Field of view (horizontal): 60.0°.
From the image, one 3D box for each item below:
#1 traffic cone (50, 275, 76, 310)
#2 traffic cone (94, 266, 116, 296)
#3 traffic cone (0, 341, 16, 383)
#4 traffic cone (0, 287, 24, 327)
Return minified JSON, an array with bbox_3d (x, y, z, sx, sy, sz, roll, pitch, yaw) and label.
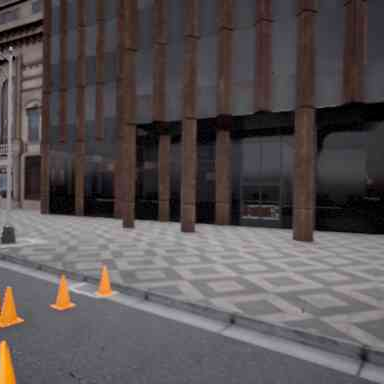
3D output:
[{"bbox_3d":[-2.477,1.895,6.392,0.340,0.580,0.340,1,0,36],"label":"traffic cone"},{"bbox_3d":[-1.890,1.899,7.202,0.340,0.580,0.340,1,0,36],"label":"traffic cone"},{"bbox_3d":[-2.033,1.914,3.599,0.340,0.580,0.340,1,0,36],"label":"traffic cone"},{"bbox_3d":[-3.064,1.891,5.583,0.340,0.580,0.340,1,0,36],"label":"traffic cone"}]
